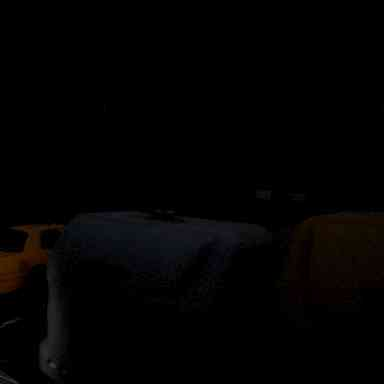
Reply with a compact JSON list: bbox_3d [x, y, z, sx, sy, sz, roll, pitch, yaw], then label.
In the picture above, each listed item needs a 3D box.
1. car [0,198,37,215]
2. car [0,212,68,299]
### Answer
[{"bbox_3d":[-6.097,1.170,10.125,2.435,2.045,5.566,1,-1,17],"label":"car"},{"bbox_3d":[-3.640,1.440,8.447,1.946,1.575,5.366,0,-1,17],"label":"car"}]
